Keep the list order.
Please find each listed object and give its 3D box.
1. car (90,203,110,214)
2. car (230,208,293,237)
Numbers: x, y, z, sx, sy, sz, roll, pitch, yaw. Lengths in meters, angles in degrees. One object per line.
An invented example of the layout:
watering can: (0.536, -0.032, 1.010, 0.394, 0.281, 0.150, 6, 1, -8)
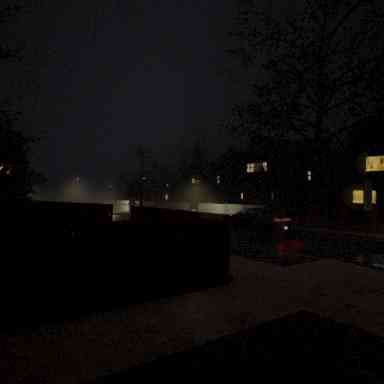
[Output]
car: (-11.774, 2.066, 41.822, 1.812, 1.442, 4.674, 2, -2, -35)
car: (3.621, 1.722, 19.687, 2.128, 1.511, 4.902, 2, -2, -35)
